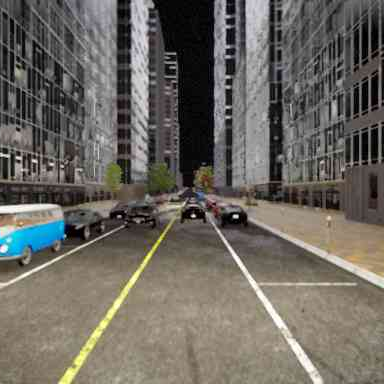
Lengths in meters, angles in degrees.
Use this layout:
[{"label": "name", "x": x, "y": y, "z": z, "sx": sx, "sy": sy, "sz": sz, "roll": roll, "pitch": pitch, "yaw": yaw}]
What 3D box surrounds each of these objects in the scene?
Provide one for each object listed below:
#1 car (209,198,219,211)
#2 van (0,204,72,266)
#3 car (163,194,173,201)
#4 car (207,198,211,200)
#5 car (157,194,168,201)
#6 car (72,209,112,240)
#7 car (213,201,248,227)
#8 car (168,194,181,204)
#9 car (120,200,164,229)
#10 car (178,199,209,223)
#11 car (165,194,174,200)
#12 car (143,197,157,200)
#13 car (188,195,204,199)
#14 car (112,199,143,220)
[{"label": "car", "x": 2.688, "y": 1.515, "z": 28.200, "sx": 1.887, "sy": 1.381, "sz": 4.507, "roll": 0, "pitch": 0, "yaw": 0}, {"label": "van", "x": -5.693, "y": 1.332, "z": 11.129, "sx": 1.690, "sy": 1.788, "sz": 3.998, "roll": 0, "pitch": 0, "yaw": 0}, {"label": "car", "x": -5.694, "y": 1.307, "z": 79.439, "sx": 1.967, "sy": 1.590, "sz": 4.097, "roll": 0, "pitch": 0, "yaw": 0}, {"label": "car", "x": 2.687, "y": 1.535, "z": 39.585, "sx": 1.802, "sy": 1.307, "sz": 4.206, "roll": 0, "pitch": 0, "yaw": 0}, {"label": "car", "x": -5.694, "y": 1.467, "z": 56.669, "sx": 1.887, "sy": 1.381, "sz": 4.507, "roll": 0, "pitch": 0, "yaw": 0}, {"label": "car", "x": -5.693, "y": 1.550, "z": 16.823, "sx": 1.947, "sy": 1.339, "sz": 4.313, "roll": 0, "pitch": 0, "yaw": 0}, {"label": "car", "x": 2.688, "y": 1.544, "z": 22.507, "sx": 1.947, "sy": 1.339, "sz": 4.313, "roll": 0, "pitch": 0, "yaw": 0}, {"label": "car", "x": -3.032, "y": 1.470, "z": 63.355, "sx": 1.994, "sy": 1.385, "sz": 4.181, "roll": 0, "pitch": 0, "yaw": 1}, {"label": "car", "x": -3.099, "y": 1.484, "z": 21.591, "sx": 1.837, "sy": 1.490, "sz": 4.892, "roll": 0, "pitch": 0, "yaw": 0}, {"label": "car", "x": 0.102, "y": 1.500, "z": 25.311, "sx": 1.812, "sy": 1.442, "sz": 4.674, "roll": 0, "pitch": 0, "yaw": 0}, {"label": "car", "x": -5.695, "y": 1.291, "z": 85.131, "sx": 1.967, "sy": 1.590, "sz": 4.097, "roll": 0, "pitch": 0, "yaw": 0}, {"label": "car", "x": -5.693, "y": 1.519, "z": 39.592, "sx": 1.947, "sy": 1.339, "sz": 4.313, "roll": 0, "pitch": 0, "yaw": 0}, {"label": "car", "x": 0.099, "y": 1.495, "z": 42.869, "sx": 2.033, "sy": 1.411, "sz": 5.357, "roll": 0, "pitch": 0, "yaw": 0}, {"label": "car", "x": -5.693, "y": 1.536, "z": 28.208, "sx": 1.947, "sy": 1.339, "sz": 4.313, "roll": 0, "pitch": 0, "yaw": 0}]
